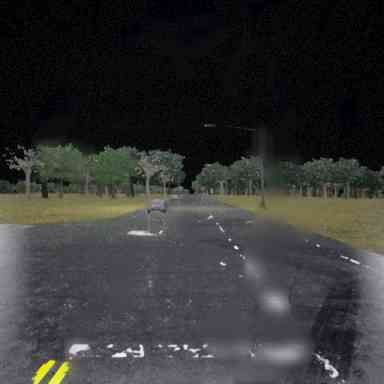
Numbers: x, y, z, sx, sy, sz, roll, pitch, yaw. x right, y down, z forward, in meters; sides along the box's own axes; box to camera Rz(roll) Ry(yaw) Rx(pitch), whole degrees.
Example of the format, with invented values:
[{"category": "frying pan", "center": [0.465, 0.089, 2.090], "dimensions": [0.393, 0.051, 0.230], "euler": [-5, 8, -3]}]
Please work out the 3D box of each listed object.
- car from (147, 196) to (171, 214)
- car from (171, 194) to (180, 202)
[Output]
[{"category": "car", "center": [-3.504, 1.448, 34.440], "dimensions": [1.837, 1.490, 4.892], "euler": [0, 0, 0]}, {"category": "car", "center": [-3.636, 1.294, 71.736], "dimensions": [1.837, 1.490, 4.892], "euler": [0, 0, 1]}]
